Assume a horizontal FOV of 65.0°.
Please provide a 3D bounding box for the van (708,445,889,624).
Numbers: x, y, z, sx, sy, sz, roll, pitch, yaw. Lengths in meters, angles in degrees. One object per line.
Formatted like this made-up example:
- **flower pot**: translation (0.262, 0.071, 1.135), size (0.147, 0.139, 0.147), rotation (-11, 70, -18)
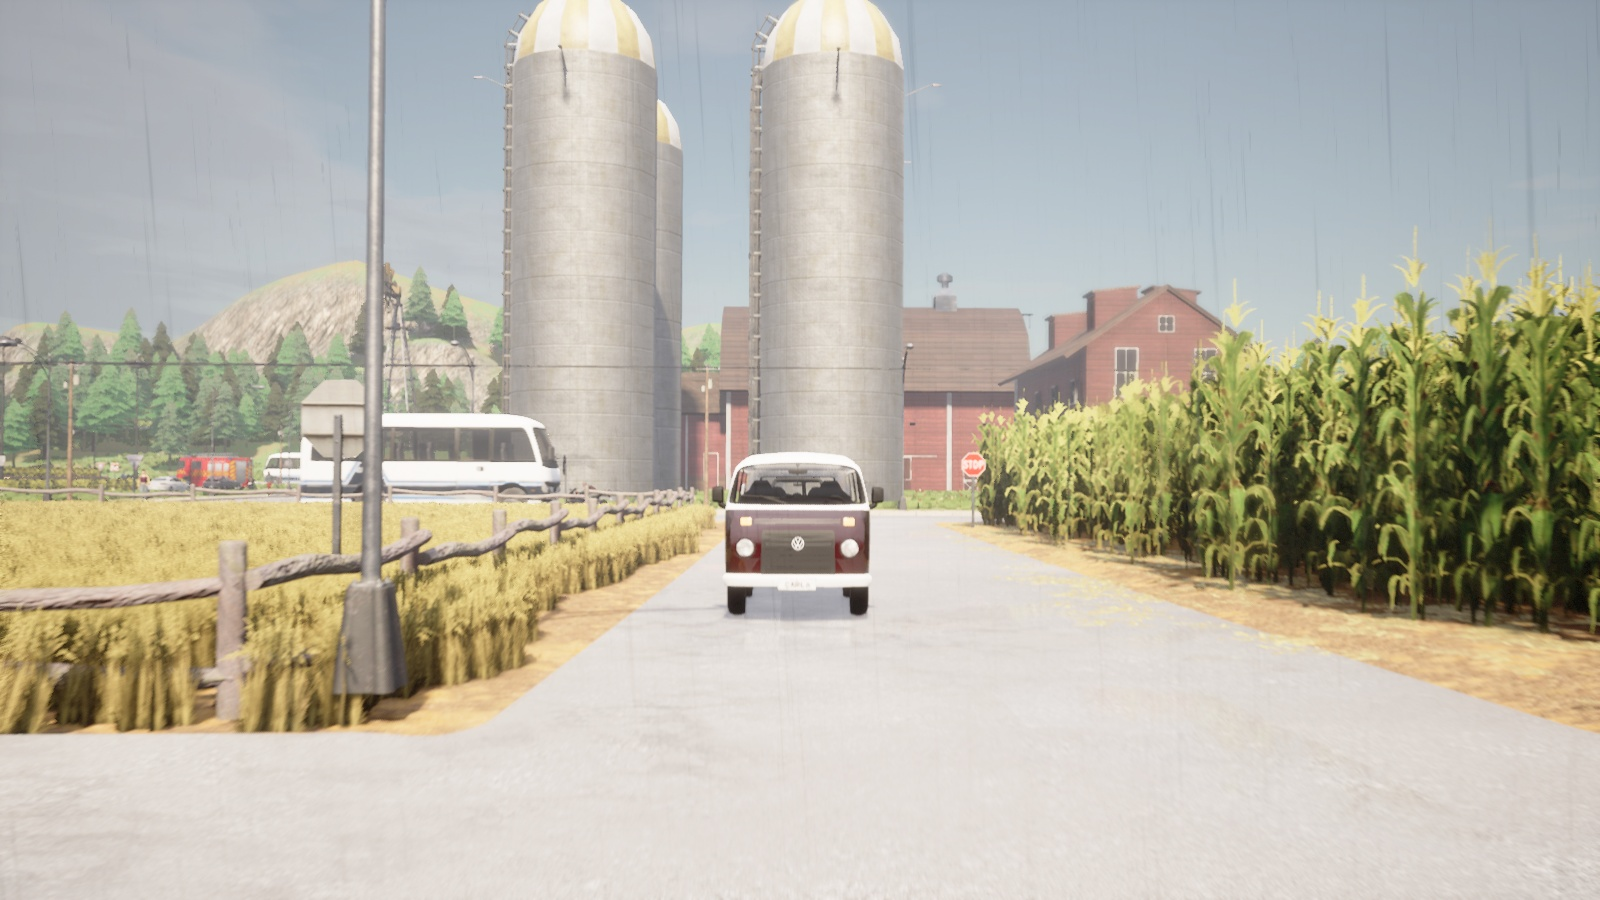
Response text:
- **van**: translation (-0.026, 1.031, 16.675), size (2.069, 2.038, 4.480), rotation (0, -2, 0)

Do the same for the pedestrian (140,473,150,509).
- **pedestrian**: translation (-33.191, 2.079, 63.602), size (0.345, 1.836, 0.594), rotation (0, -1, -17)

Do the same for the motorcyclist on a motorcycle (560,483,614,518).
- **motorcyclist on a motorcycle**: translation (-9.296, 2.207, 54.922), size (2.191, 1.530, 0.866), rotation (0, -1, 5)

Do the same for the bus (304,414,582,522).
- **bus**: translation (-14.414, 0.745, 51.533), size (10.273, 4.253, 3.944), rotation (0, -1, 0)
